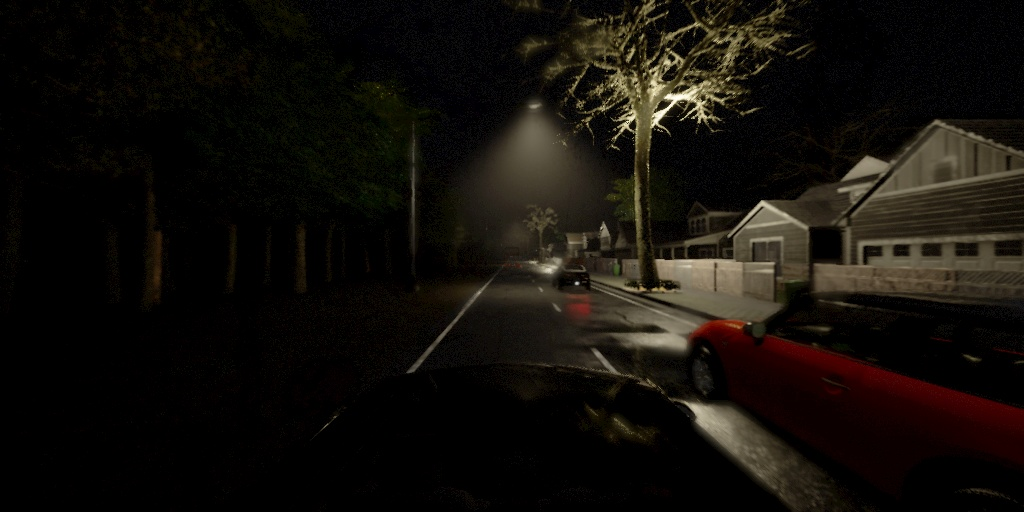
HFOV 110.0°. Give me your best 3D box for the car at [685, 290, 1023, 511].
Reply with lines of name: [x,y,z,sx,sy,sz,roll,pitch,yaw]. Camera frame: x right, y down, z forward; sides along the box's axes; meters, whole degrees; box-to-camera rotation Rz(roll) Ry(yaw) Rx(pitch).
car: [3.601,1.102,3.444,2.097,1.767,4.553,0,0,0]

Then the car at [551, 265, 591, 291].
car: [3.597,1.267,22.244,1.837,1.490,4.892,0,0,0]

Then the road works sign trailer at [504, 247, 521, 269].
road works sign trailer: [-0.004,0.275,59.620,2.380,3.560,2.880,0,0,0]
